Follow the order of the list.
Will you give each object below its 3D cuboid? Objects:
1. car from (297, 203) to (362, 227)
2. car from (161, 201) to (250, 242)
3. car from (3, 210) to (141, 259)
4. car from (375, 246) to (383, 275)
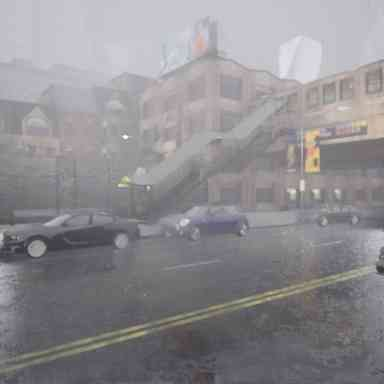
[{"bbox_3d":[9.512,1.534,22.946,4.892,1.521,2.231,0,0,-26],"label":"car"},{"bbox_3d":[0.720,1.380,16.717,4.553,1.767,2.185,0,0,-36],"label":"car"},{"bbox_3d":[-4.430,1.490,12.871,5.008,1.535,2.097,0,0,-36],"label":"car"},{"bbox_3d":[6.962,1.575,8.808,5.357,1.411,2.033,0,0,-35],"label":"car"}]
